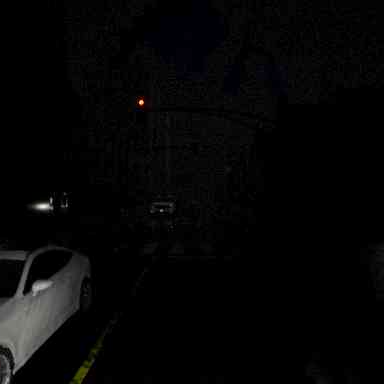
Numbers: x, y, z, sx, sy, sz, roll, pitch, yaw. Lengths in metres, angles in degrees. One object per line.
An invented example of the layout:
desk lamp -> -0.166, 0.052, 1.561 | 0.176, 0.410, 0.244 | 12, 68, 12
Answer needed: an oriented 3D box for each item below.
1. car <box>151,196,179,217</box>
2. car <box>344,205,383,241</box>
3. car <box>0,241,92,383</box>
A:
car -> -2.796, 1.392, 33.349 | 2.150, 2.045, 5.566 | 0, -1, 0
car -> 10.842, 1.642, 17.862 | 5.009, 1.841, 2.192 | 1, -1, 0
car -> -2.846, 1.532, 4.864 | 1.812, 1.442, 4.674 | 0, 0, 0
